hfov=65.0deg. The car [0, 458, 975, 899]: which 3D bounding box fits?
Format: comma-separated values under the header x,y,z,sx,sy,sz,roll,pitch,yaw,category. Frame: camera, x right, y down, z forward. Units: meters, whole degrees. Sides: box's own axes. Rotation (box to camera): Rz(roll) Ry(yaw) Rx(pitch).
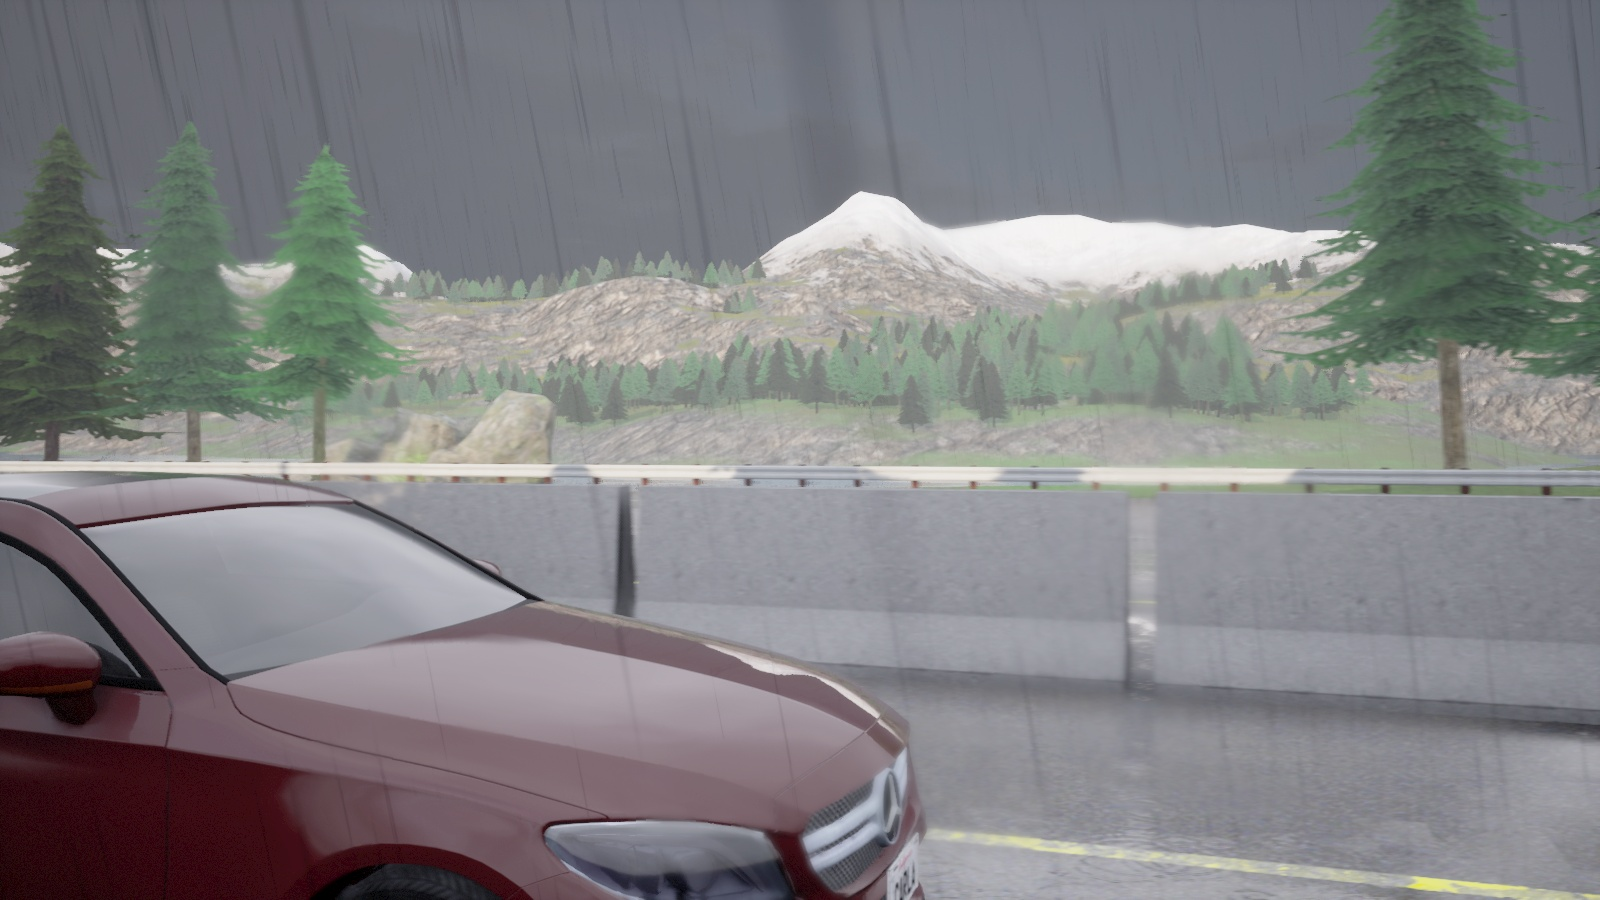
x,y,z,sx,sy,sz,roll,pitch,yaw,category
-1.957,0.784,3.852,4.674,1.442,1.812,1,1,19,car
